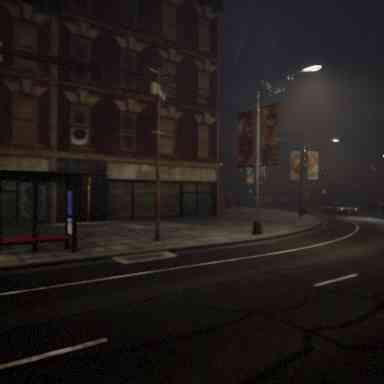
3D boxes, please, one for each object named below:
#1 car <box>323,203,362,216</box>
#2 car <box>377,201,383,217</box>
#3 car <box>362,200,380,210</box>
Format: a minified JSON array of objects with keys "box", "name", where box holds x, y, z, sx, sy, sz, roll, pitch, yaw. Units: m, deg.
[{"box":[15.930,1.859,35.861,1.895,1.301,4.718,0,0,0],"name":"car"},{"box":[18.845,1.775,29.976,1.812,1.442,4.674,1,0,9],"name":"car"},{"box":[27.786,1.919,51.101,2.002,1.452,4.674,0,0,-16],"name":"car"}]
